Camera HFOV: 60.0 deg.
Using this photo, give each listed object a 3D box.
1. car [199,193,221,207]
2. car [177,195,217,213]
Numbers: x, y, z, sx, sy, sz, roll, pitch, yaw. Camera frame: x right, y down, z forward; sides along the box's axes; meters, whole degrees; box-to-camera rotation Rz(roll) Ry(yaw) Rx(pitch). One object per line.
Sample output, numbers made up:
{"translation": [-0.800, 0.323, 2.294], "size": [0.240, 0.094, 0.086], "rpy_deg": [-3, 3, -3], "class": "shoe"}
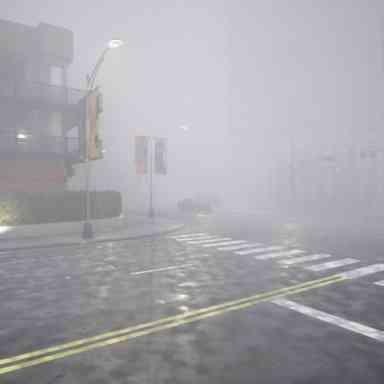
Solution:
{"translation": [1.984, 1.220, 48.812], "size": [2.150, 2.045, 5.566], "rpy_deg": [0, 0, -33], "class": "car"}
{"translation": [0.219, 1.477, 37.104], "size": [1.882, 1.535, 5.008], "rpy_deg": [0, 0, -35], "class": "car"}
